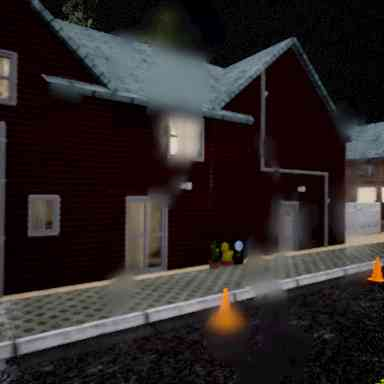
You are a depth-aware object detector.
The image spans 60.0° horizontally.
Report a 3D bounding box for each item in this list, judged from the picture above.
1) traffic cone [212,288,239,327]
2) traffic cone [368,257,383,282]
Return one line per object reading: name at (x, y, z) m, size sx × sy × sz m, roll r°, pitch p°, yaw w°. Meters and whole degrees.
traffic cone at (0.586, 1.962, 5.761) m, size 0.340 × 0.580 × 0.340 m, roll 0°, pitch 0°, yaw -35°
traffic cone at (4.779, 1.975, 8.581) m, size 0.340 × 0.580 × 0.340 m, roll 0°, pitch 0°, yaw -33°
